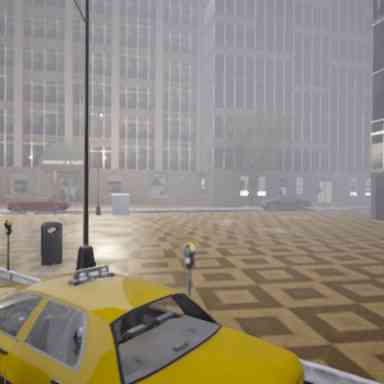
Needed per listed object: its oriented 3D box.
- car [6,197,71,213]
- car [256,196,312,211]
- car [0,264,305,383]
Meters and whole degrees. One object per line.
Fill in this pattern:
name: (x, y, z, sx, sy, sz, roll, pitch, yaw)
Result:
car: (-12.600, 1.064, 27.508, 4.718, 1.301, 1.895, 0, 0, -14)
car: (9.117, 1.074, 32.869, 5.357, 1.411, 2.033, 0, 0, -14)
car: (-1.273, 1.478, 3.636, 4.829, 1.417, 1.752, 1, 0, 36)
